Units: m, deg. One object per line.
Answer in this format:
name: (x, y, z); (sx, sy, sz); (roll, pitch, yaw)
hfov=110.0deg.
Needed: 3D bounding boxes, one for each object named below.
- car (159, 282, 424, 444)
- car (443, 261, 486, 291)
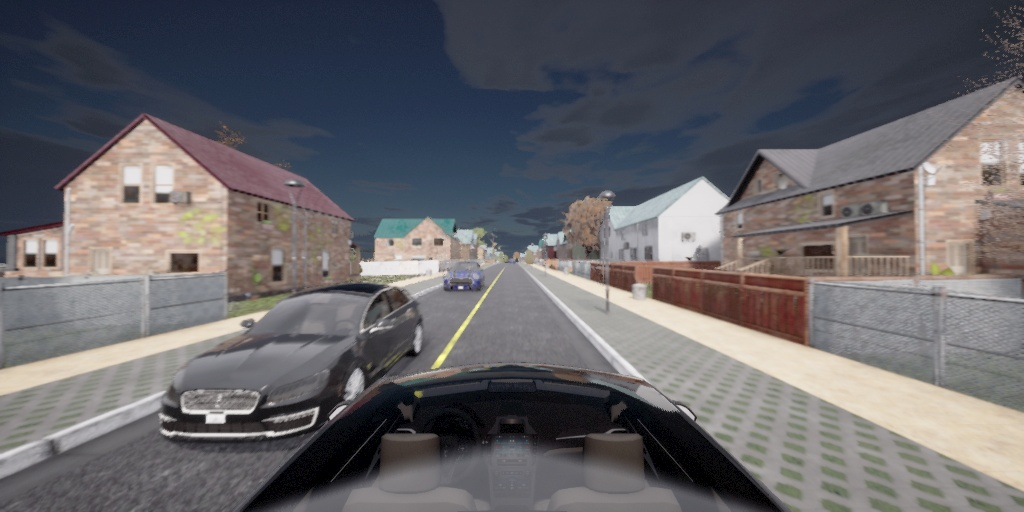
car: (-2.788, 1.254, 5.826); (1.837, 1.490, 4.892); (0, 1, 1)
car: (-2.760, 1.119, 21.696); (2.097, 1.767, 4.553); (0, 0, 0)
